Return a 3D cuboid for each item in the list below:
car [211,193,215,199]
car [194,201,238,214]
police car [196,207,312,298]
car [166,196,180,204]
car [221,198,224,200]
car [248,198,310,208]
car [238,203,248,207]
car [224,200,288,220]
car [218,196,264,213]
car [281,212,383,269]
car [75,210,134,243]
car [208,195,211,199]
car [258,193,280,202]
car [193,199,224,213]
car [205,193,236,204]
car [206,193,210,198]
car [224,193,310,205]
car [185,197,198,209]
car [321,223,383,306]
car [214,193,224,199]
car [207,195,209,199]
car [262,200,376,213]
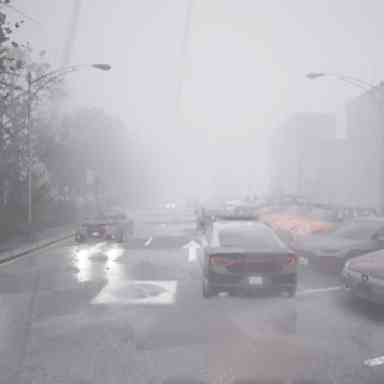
[{"bbox_3d":[5.470,1.362,45.872,4.553,1.767,2.185,1,0,-20],"label":"car"},{"bbox_3d":[1.189,1.483,18.558,1.837,1.490,4.892,0,0,0],"label":"car"},{"bbox_3d":[1.167,1.411,8.668,1.930,1.638,5.238,0,0,0],"label":"police car"},{"bbox_3d":[-3.965,1.531,63.936,2.128,1.511,4.902,0,0,0],"label":"car"},{"bbox_3d":[5.189,1.457,24.781,5.366,1.575,1.946,1,0,-20],"label":"car"},{"bbox_3d":[5.364,1.339,15.848,4.553,1.767,2.185,1,0,-20],"label":"car"},{"bbox_3d":[5.338,1.503,18.845,4.674,1.452,2.002,1,0,-20],"label":"car"},{"bbox_3d":[5.346,1.493,27.838,4.792,1.488,2.163,1,0,-20],"label":"car"},{"bbox_3d":[5.377,1.345,36.854,4.553,1.767,2.185,1,0,-20],"label":"car"},{"bbox_3d":[5.287,1.499,9.827,4.792,1.488,2.163,1,0,-20],"label":"car"},{"bbox_3d":[-3.973,1.543,15.701,1.994,1.385,4.181,0,0,0],"label":"car"},{"bbox_3d":[5.434,1.493,48.875,5.008,1.535,2.097,1,0,-20],"label":"car"},{"bbox_3d":[18.450,1.315,79.893,2.435,2.045,5.566,0,1,-21],"label":"car"},{"bbox_3d":[1.207,1.503,24.558,1.812,1.442,4.674,0,0,0],"label":"car"},{"bbox_3d":[5.469,1.273,63.912,5.566,2.045,2.435,1,0,-20],"label":"car"},{"bbox_3d":[5.275,1.506,57.819,5.366,1.575,1.946,1,0,-20],"label":"car"},{"bbox_3d":[5.342,1.211,21.823,5.566,2.045,2.435,1,0,-20],"label":"car"},{"bbox_3d":[0.084,1.493,46.164,2.128,1.511,4.902,0,0,0],"label":"car"},{"bbox_3d":[5.311,1.514,6.835,4.674,1.452,2.002,1,0,-20],"label":"car"},{"bbox_3d":[5.363,1.213,30.840,5.566,2.045,2.435,1,0,-20],"label":"car"},{"bbox_3d":[5.454,1.545,54.877,4.674,1.452,2.002,1,0,-20],"label":"car"},{"bbox_3d":[5.355,1.342,12.847,4.553,1.767,2.185,1,0,-20],"label":"car"}]
